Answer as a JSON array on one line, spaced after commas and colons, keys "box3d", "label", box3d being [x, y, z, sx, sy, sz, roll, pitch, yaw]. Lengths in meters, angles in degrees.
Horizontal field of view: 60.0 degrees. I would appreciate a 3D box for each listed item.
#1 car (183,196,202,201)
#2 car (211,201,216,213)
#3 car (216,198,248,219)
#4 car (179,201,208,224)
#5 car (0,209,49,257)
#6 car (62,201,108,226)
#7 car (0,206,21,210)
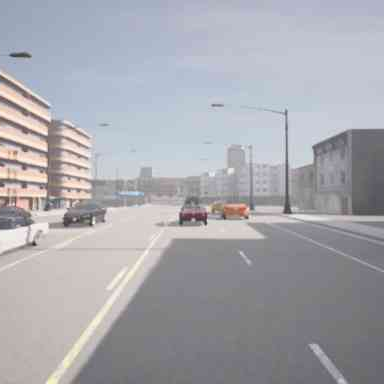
[{"box3d": [0.072, 1.605, 42.119, 2.150, 2.045, 5.566, 0, -2, 0], "label": "car"}, {"box3d": [3.541, 1.941, 44.307, 1.882, 1.535, 5.008, 0, -2, 0], "label": "car"}, {"box3d": [3.507, 1.350, 28.614, 2.097, 1.767, 4.553, 0, -1, 0], "label": "car"}, {"box3d": [0.087, 1.526, 23.590, 1.895, 1.301, 4.718, 0, -1, 0], "label": "car"}, {"box3d": [-7.006, 1.515, 11.910, 1.895, 1.301, 4.718, 0, 0, 0], "label": "car"}, {"box3d": [-7.012, 1.420, 22.223, 1.837, 1.490, 4.892, 0, 0, 0], "label": "car"}, {"box3d": [-10.518, 1.460, 18.377, 1.994, 1.385, 4.181, 0, 0, 0], "label": "car"}]
